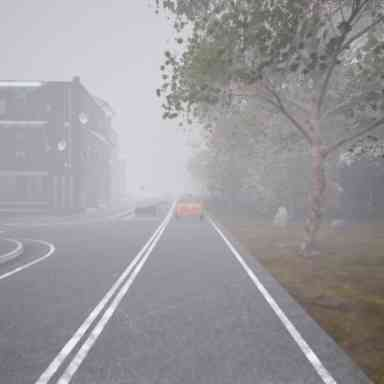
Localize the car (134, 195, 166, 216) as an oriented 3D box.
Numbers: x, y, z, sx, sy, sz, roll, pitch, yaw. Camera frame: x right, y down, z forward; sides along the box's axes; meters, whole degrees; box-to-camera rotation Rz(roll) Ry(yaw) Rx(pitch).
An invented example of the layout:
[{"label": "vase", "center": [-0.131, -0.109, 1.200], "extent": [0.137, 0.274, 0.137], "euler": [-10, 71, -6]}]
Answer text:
[{"label": "car", "center": [-3.849, 1.283, 29.989], "extent": [1.882, 1.535, 5.008], "euler": [0, 1, 2]}]

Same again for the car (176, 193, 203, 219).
[{"label": "car", "center": [-0.226, 1.186, 26.944], "extent": [2.097, 1.767, 4.553], "euler": [0, 0, -1]}]

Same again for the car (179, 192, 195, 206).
[{"label": "car", "center": [-0.796, 0.953, 45.974], "extent": [2.097, 1.767, 4.553], "euler": [0, 1, -2]}]

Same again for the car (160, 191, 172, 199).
[{"label": "car", "center": [-4.804, 0.548, 62.374], "extent": [1.994, 1.385, 4.181], "euler": [0, 1, -2]}]

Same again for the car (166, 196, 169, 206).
[{"label": "car", "center": [-4.237, 1.118, 46.440], "extent": [1.812, 1.442, 4.674], "euler": [0, 1, -2]}]
